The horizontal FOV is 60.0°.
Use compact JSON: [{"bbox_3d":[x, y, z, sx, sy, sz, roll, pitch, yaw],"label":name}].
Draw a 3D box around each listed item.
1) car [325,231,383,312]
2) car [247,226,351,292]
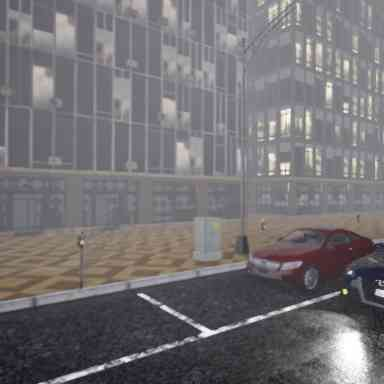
[{"bbox_3d":[4.933,1.579,6.890,4.181,1.385,1.994,0,0,-35],"label":"car"},{"bbox_3d":[3.353,1.596,8.942,4.206,1.307,1.802,0,0,-35],"label":"car"}]
